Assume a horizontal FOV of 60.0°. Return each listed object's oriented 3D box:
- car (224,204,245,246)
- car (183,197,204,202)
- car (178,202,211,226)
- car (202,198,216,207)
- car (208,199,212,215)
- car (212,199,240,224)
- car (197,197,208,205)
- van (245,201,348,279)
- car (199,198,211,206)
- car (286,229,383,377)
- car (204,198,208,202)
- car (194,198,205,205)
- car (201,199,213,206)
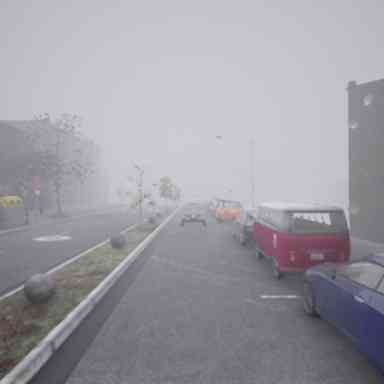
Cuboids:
[{"bbox_3d":[3.005,1.553,15.556,2.231,1.521,4.892,0,0,0],"label":"car"},{"bbox_3d":[0.145,1.778,41.409,1.837,1.490,4.892,1,0,0],"label":"car"},{"bbox_3d":[0.109,1.680,24.699,2.033,1.411,5.357,0,0,0],"label":"car"},{"bbox_3d":[3.016,1.928,59.722,2.231,1.521,4.892,0,-1,0],"label":"car"},{"bbox_3d":[3.012,1.546,32.094,2.185,1.767,4.553,0,0,0],"label":"car"},{"bbox_3d":[3.009,1.502,26.573,2.185,1.767,4.553,0,0,0],"label":"car"},{"bbox_3d":[2.331,2.052,76.327,2.185,1.767,4.553,0,-1,-4],"label":"car"},{"bbox_3d":[3.002,1.296,10.160,1.878,1.987,4.442,0,0,0],"label":"van"},{"bbox_3d":[2.677,2.092,70.812,2.097,1.535,5.008,0,-1,-2],"label":"car"},{"bbox_3d":[2.998,1.536,4.516,2.002,1.452,4.674,0,0,0],"label":"car"},{"bbox_3d":[3.017,1.642,43.263,2.185,1.767,4.553,0,0,0],"label":"car"},{"bbox_3d":[1.838,2.294,82.031,2.163,1.488,4.792,0,-1,-5],"label":"car"},{"bbox_3d":[2.906,2.047,65.269,2.002,1.452,4.674,0,-1,-1],"label":"car"}]
